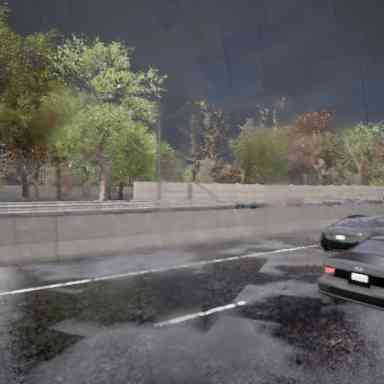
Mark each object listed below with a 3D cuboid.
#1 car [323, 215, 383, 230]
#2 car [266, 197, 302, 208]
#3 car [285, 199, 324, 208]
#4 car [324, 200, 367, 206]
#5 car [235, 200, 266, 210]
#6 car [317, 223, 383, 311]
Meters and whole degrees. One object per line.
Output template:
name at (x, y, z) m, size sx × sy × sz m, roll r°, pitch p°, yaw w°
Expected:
car at (6.899, 1.584, 12.964) m, size 4.181 × 1.385 × 1.994 m, roll 0°, pitch 0°, yaw -35°
car at (10.962, 1.406, 37.583) m, size 4.553 × 1.767 × 2.097 m, roll 0°, pitch 0°, yaw -35°
car at (12.113, 1.652, 34.111) m, size 4.718 × 1.301 × 1.895 m, roll 0°, pitch 0°, yaw -35°
car at (15.347, 1.546, 32.114) m, size 4.902 × 1.511 × 2.128 m, roll 0°, pitch 0°, yaw -35°
car at (7.234, 1.650, 38.998) m, size 4.718 × 1.301 × 1.895 m, roll 0°, pitch 0°, yaw -37°
car at (4.997, 1.559, 7.311) m, size 5.357 × 1.411 × 2.033 m, roll 0°, pitch 0°, yaw -35°
